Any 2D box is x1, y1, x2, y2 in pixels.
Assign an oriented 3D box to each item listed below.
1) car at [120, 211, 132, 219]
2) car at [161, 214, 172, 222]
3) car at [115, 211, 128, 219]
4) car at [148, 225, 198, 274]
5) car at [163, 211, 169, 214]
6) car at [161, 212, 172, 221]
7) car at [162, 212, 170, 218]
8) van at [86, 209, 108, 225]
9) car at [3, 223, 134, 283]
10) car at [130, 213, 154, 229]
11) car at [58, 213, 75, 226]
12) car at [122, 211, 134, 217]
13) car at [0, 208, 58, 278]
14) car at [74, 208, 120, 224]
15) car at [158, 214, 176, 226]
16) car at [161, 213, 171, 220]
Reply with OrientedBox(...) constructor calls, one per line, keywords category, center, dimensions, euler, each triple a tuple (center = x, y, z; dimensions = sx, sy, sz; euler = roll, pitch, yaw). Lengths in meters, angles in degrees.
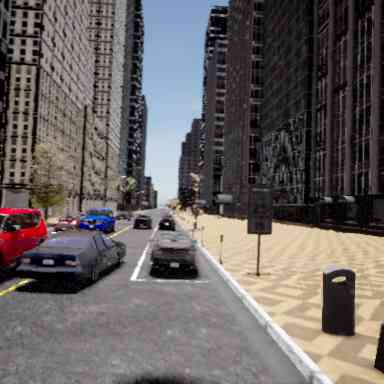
OrientedBox(category="car", center=(-9.052, 3.180, 43.918), dimensions=(1.994, 1.385, 4.181), euler=(3, -3, -5))
OrientedBox(category="car", center=(-4.501, 4.469, 57.832), dimensions=(1.802, 1.307, 4.206), euler=(2, -3, -5))
OrientedBox(category="car", center=(-13.302, 4.376, 62.793), dimensions=(1.802, 1.307, 4.206), euler=(2, -3, -5))
OrientedBox(category="car", center=(-0.729, 2.226, 12.907), dimensions=(2.008, 1.369, 4.403), euler=(2, -3, -5))
OrientedBox(category="car", center=(-4.045, 4.177, 52.216), dimensions=(1.947, 1.339, 4.313), euler=(2, -3, -5))
OrientedBox(category="car", center=(-4.952, 4.604, 63.457), dimensions=(1.967, 1.590, 4.097), euler=(2, -3, -5))
OrientedBox(category="car", center=(-6.321, 5.559, 80.304), dimensions=(1.947, 1.339, 4.313), euler=(2, -3, -5))
OrientedBox(category="van", center=(-11.476, 3.029, 40.340), dimensions=(1.690, 1.788, 3.998), euler=(2, -3, -5))
OrientedBox(category="car", center=(-3.665, 2.014, 11.184), dimensions=(2.033, 1.411, 5.357), euler=(2, -3, 2))
OrientedBox(category="car", center=(-5.381, 3.254, 36.796), dimensions=(1.837, 1.490, 4.892), euler=(3, -3, -4))
OrientedBox(category="car", center=(-10.568, 2.574, 29.103), dimensions=(1.967, 1.590, 4.097), euler=(2, -3, -5))
OrientedBox(category="car", center=(-14.213, 4.913, 74.025), dimensions=(1.947, 1.339, 4.313), euler=(2, -3, -5))
OrientedBox(category="car", center=(-6.457, 1.543, 10.631), dimensions=(2.150, 2.045, 5.566), euler=(3, -3, -5))
OrientedBox(category="car", center=(-7.866, 2.409, 28.096), dimensions=(2.150, 2.045, 5.566), euler=(3, -3, -4))
OrientedBox(category="car", center=(-2.679, 3.346, 35.363), dimensions=(1.947, 1.339, 4.313), euler=(2, -3, -5))
OrientedBox(category="car", center=(-5.411, 5.006, 69.068), dimensions=(1.947, 1.339, 4.313), euler=(2, -3, -5))
